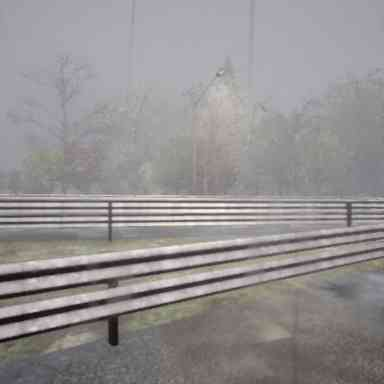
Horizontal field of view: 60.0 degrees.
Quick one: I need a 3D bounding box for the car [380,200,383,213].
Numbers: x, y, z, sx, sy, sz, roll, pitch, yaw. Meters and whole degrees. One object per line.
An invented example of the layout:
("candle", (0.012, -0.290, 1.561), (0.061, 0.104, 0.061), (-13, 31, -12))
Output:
("car", (19.989, 1.252, 31.363), (4.902, 1.511, 2.128), (1, 0, -16))
